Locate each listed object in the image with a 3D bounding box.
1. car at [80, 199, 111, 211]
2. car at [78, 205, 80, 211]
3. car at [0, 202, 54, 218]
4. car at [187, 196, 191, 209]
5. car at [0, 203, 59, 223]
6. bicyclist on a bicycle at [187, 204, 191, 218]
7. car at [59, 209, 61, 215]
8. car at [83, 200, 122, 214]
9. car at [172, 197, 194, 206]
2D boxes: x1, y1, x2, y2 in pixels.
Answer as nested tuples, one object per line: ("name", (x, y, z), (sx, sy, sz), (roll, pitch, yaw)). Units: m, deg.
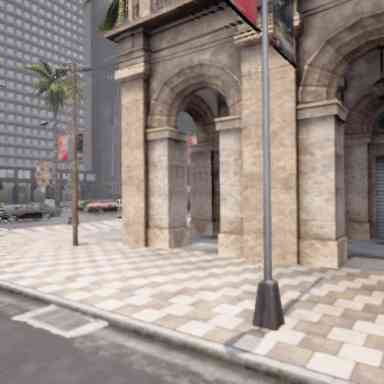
("car", (-12.272, 1.795, 45.163), (2.097, 1.767, 4.553), (-1, -1, 35))
("car", (-14.546, 1.994, 47.297), (2.161, 1.482, 4.786), (-1, 0, 35))
("car", (-18.210, 1.934, 36.882), (2.128, 1.511, 4.902), (-1, 0, 36))
("car", (-0.643, 1.575, 48.993), (2.150, 2.045, 5.566), (-1, 0, 36))
("car", (-14.775, 1.846, 29.315), (2.128, 1.511, 4.902), (-1, -1, 36))
("bicyclist on a bicycle", (-0.740, 1.523, 30.393), (1.656, 1.620, 0.582), (-1, -1, 36))
("car", (-15.781, 1.964, 34.260), (1.994, 1.385, 4.181), (-1, 0, 36))
("car", (-10.643, 2.001, 41.431), (1.895, 1.301, 4.718), (-1, -1, 35))
("car", (-1.714, 1.834, 65.082), (2.185, 1.767, 4.553), (-1, 0, 35))
